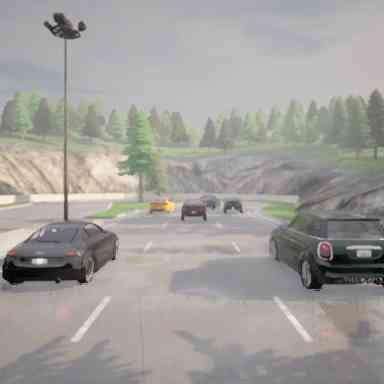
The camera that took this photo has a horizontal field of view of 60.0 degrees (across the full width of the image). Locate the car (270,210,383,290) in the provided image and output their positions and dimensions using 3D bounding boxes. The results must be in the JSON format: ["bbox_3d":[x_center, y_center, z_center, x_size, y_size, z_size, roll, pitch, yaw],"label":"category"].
[{"bbox_3d":[3.600,1.300,9.085,2.097,1.767,4.553,0,0,0],"label":"car"}]

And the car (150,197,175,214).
[{"bbox_3d":[-2.890,1.291,33.281,1.882,1.535,5.008,0,0,6],"label":"car"}]

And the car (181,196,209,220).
[{"bbox_3d":[0.194,1.330,26.470,1.882,1.535,5.008,0,-1,2],"label":"car"}]

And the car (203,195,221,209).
[{"bbox_3d":[2.158,1.126,40.301,2.097,1.767,4.553,0,0,14],"label":"car"}]

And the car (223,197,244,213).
[{"bbox_3d":[4.320,1.311,34.538,1.837,1.490,4.892,-1,0,9],"label":"car"}]

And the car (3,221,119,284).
[{"bbox_3d":[-3.401,1.511,9.438,1.994,1.385,4.181,0,0,0],"label":"car"}]
